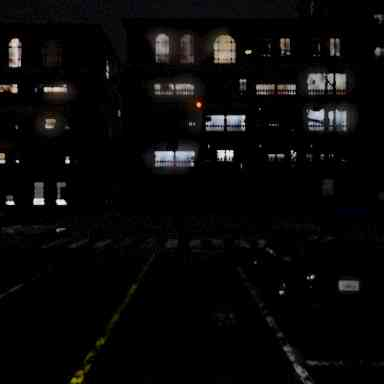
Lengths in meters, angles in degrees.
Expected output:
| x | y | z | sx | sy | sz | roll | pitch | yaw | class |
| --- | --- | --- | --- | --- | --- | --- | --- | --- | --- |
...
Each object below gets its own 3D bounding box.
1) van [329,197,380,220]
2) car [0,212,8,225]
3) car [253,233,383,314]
| x | y | z | sx | sy | sz | roll | pitch | yaw | class |
| --- | --- | --- | --- | --- | --- | --- | --- | --- | --- |
| 13.078 | 1.311 | 27.102 | 3.998 | 1.788 | 1.690 | 0 | 0 | 0 | van |
| -14.698 | 1.572 | 21.639 | 5.008 | 1.535 | 1.882 | 0 | -1 | 0 | car |
| 2.572 | 1.571 | 7.525 | 1.947 | 1.339 | 4.313 | 1 | 0 | 0 | car |
